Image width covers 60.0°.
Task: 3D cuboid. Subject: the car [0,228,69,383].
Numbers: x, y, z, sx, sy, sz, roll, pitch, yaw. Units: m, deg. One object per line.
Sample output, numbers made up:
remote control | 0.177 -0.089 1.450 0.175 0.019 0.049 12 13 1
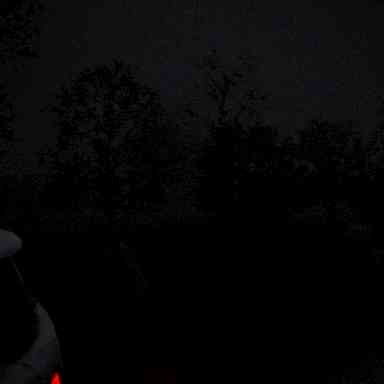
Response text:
car | -3.192 1.223 0.805 5.566 2.045 2.150 0 0 -35
